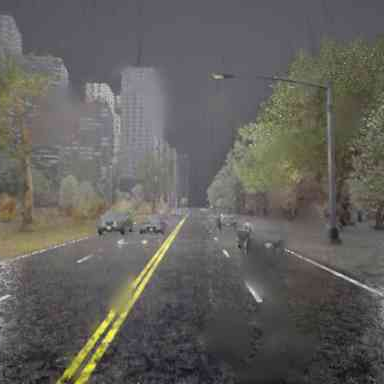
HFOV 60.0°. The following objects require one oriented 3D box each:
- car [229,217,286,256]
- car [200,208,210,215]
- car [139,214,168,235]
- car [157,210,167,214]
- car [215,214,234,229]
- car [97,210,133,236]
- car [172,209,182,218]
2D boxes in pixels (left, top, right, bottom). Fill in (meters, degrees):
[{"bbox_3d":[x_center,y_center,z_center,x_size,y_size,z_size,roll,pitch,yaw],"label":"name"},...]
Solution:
[{"bbox_3d":[3.401,2.268,17.040,2.128,1.511,4.902,-1,-3,0],"label":"car"},{"bbox_3d":[3.572,5.141,85.049,2.128,1.511,4.902,-2,-2,1],"label":"car"},{"bbox_3d":[-3.273,2.902,28.591,1.994,1.385,4.181,0,-2,0],"label":"car"},{"bbox_3d":[-6.326,4.632,70.377,1.812,1.442,4.674,0,-2,0],"label":"car"},{"bbox_3d":[3.459,2.954,33.941,2.128,1.511,4.902,1,-2,0],"label":"car"},{"bbox_3d":[-6.527,2.600,28.909,2.150,2.045,5.566,0,-2,0],"label":"car"},{"bbox_3d":[-3.089,4.398,68.919,2.097,1.767,4.553,0,-2,0],"label":"car"}]
